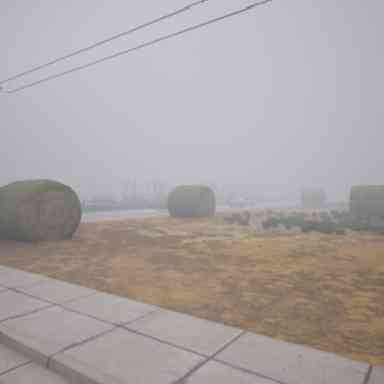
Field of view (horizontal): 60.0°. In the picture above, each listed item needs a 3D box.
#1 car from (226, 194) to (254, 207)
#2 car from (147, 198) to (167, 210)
[{"bbox_3d":[7.239,1.409,47.797,1.812,1.442,4.674,0,0,39],"label":"car"},{"bbox_3d":[-3.435,1.432,40.161,1.994,1.385,4.181,0,0,38],"label":"car"}]
